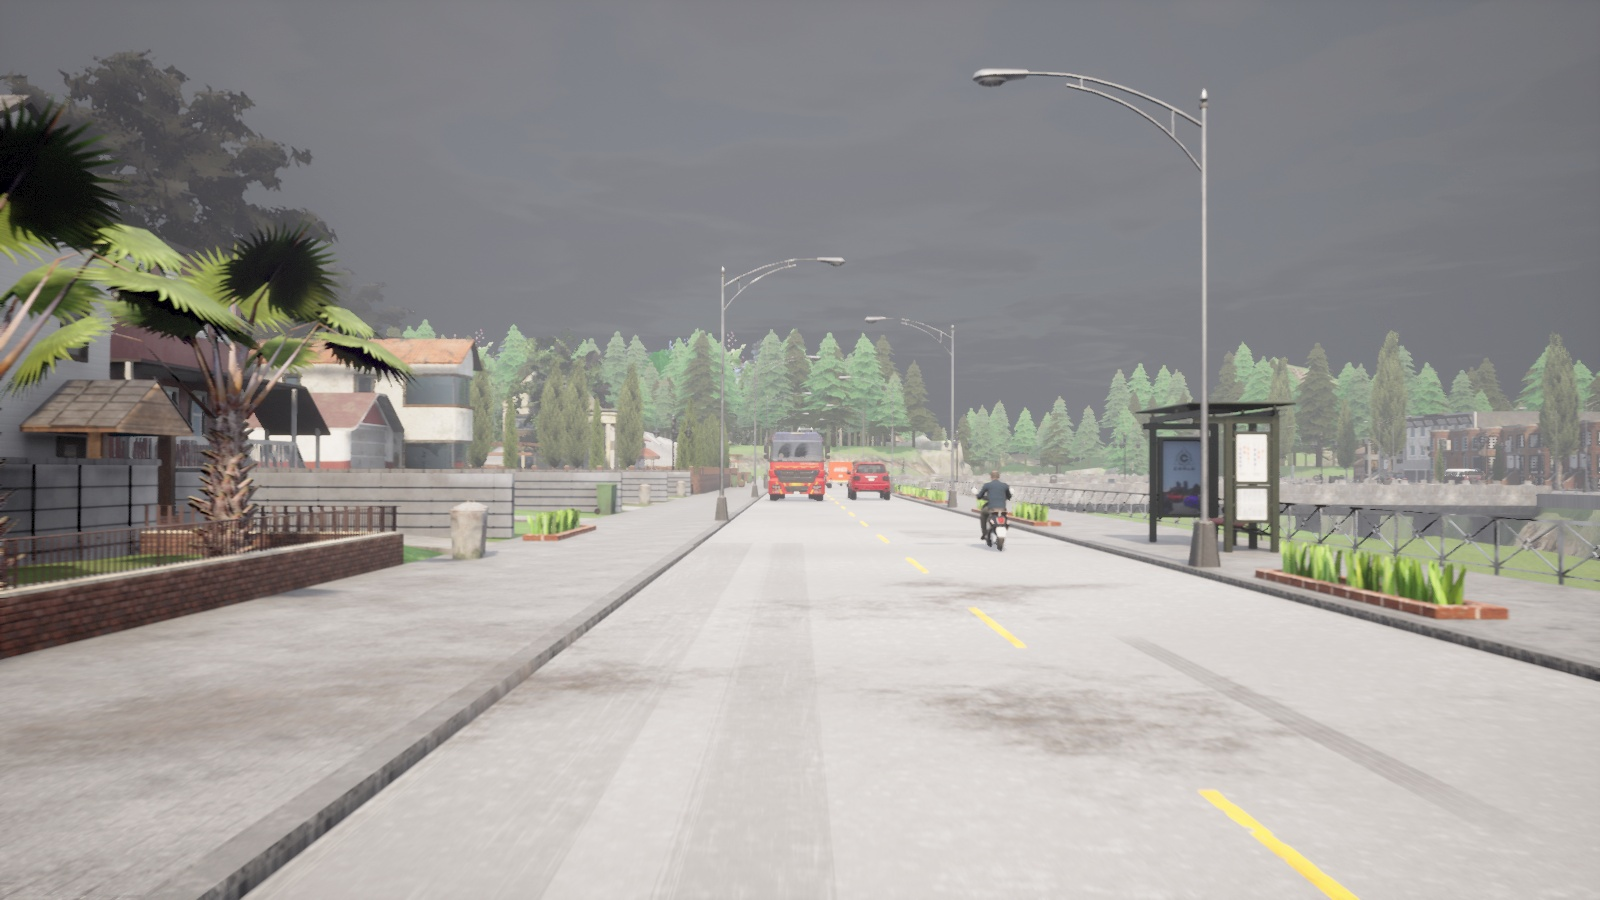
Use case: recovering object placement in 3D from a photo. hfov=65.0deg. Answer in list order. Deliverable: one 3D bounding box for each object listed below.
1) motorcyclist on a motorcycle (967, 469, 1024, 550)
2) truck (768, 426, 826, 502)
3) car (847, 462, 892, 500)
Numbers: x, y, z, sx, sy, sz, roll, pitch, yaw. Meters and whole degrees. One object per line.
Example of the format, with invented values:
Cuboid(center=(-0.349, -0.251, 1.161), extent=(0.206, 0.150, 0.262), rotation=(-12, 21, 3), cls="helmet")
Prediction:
Cuboid(center=(3.940, 1.179, 25.487), extent=(0.866, 1.590, 1.817), rotation=(0, -1, 0), cls="motorcyclist on a motorcycle")
Cuboid(center=(-0.163, 0.775, 67.197), extent=(2.891, 3.827, 8.468), rotation=(0, -1, 0), cls="truck")
Cuboid(center=(3.834, 1.694, 70.224), extent=(2.150, 2.045, 5.566), rotation=(0, -1, 0), cls="car")
